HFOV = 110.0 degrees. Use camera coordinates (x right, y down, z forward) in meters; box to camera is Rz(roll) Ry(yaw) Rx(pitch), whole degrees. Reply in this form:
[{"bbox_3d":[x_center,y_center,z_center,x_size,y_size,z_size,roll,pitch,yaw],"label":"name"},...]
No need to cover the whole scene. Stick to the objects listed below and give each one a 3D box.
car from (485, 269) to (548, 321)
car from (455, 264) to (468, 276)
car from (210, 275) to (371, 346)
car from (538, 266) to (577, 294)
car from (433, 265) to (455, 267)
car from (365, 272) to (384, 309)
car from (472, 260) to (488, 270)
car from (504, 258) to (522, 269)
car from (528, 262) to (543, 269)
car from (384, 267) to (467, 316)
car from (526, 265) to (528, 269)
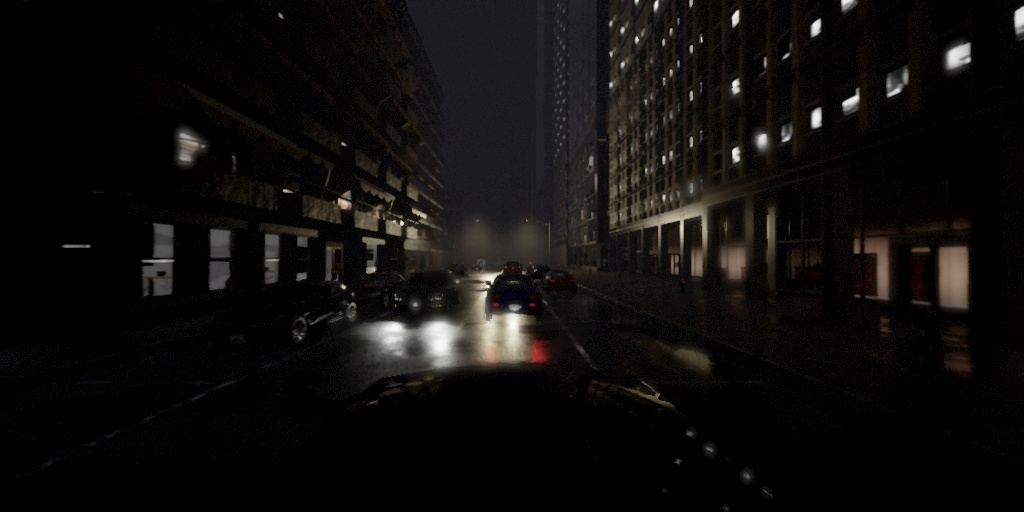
[{"bbox_3d":[0.056,1.347,12.722,1.812,1.442,4.674,0,0,0],"label":"car"},{"bbox_3d":[-5.675,1.538,37.840,1.888,1.381,4.507,0,0,0],"label":"car"},{"bbox_3d":[-5.687,1.367,9.598,1.948,1.339,4.313,0,0,0],"label":"car"},{"bbox_3d":[2.698,1.457,20.891,1.802,1.307,4.207,0,0,0],"label":"car"},{"bbox_3d":[-5.680,1.439,26.373,1.751,1.417,4.829,0,0,0],"label":"car"},{"bbox_3d":[-5.684,1.388,15.246,2.007,1.370,4.403,0,0,0],"label":"car"},{"bbox_3d":[-5.666,1.719,60.434,1.948,1.339,4.313,0,0,0],"label":"car"},{"bbox_3d":[0.117,1.370,41.434,2.097,1.767,4.553,0,0,0],"label":"car"},{"bbox_3d":[2.703,1.519,32.187,1.948,1.339,4.313,0,0,0],"label":"car"},{"bbox_3d":[-3.095,1.334,13.909,1.837,1.490,4.892,0,0,0],"label":"car"},{"bbox_3d":[2.705,1.574,37.837,1.802,1.307,4.207,0,0,0],"label":"car"}]
